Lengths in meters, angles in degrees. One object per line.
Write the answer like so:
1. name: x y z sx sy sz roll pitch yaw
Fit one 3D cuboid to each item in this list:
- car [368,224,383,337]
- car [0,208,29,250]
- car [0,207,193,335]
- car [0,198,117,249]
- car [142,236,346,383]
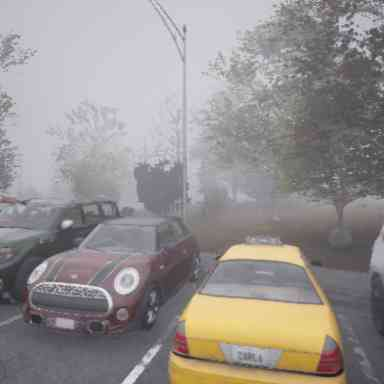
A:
1. car: 3.576 1.238 3.546 2.435 2.045 5.566 1 -1 15
2. car: -8.617 1.417 12.075 2.231 1.521 4.892 0 0 14
3. car: -1.271 1.349 7.035 2.185 1.767 4.553 1 0 15
4. car: -3.717 1.204 8.676 2.435 2.045 5.566 1 0 15
5. car: 1.189 1.486 5.478 1.946 1.575 5.366 0 -1 15
